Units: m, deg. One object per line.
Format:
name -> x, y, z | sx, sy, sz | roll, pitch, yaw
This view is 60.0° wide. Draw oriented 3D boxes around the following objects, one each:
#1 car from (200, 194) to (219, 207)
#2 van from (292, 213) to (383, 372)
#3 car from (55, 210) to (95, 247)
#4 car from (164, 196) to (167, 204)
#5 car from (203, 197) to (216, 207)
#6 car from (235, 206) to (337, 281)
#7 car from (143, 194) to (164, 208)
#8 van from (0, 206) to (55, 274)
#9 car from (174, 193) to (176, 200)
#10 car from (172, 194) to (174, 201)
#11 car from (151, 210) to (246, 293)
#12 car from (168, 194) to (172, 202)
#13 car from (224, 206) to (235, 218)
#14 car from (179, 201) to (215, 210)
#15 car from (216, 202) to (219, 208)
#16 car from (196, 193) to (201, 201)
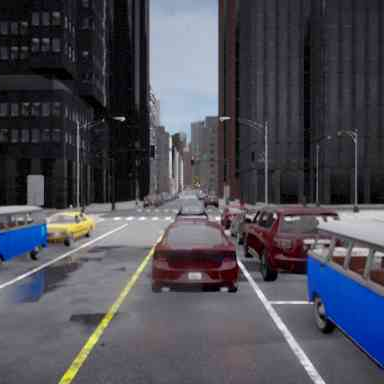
car -> 2.750, 1.312, 47.816 | 2.192, 1.841, 5.009 | 0, 0, 0
van -> 2.763, 1.339, 4.199 | 1.690, 1.788, 3.998 | 0, 0, 0
car -> -5.769, 1.519, 15.090 | 1.752, 1.417, 4.829 | 0, 0, 0
car -> -5.776, 1.315, 53.468 | 2.192, 1.841, 5.009 | 0, 0, 0
car -> 2.750, 1.566, 53.460 | 1.947, 1.339, 4.313 | 0, 0, 0
car -> 2.760, 1.310, 9.724 | 2.192, 1.841, 5.009 | 0, 0, 0
car -> -5.775, 1.312, 47.824 | 2.192, 1.841, 5.009 | 0, 0, 0
van -> -5.770, 1.336, 9.735 | 1.690, 1.788, 3.998 | 0, 0, 0
car -> -5.782, 1.575, 87.157 | 1.752, 1.417, 4.829 | 0, 0, 0
car -> -5.780, 1.552, 75.870 | 1.752, 1.417, 4.829 | 0, 0, 0
car -> 0.066, 1.473, 8.915 | 1.882, 1.535, 5.008 | 0, 0, 0
car -> -5.778, 1.584, 70.397 | 1.947, 1.339, 4.313 | 0, 0, 0
car -> 2.759, 1.544, 15.250 | 2.008, 1.369, 4.403 | 0, 0, 0
car -> -0.001, 1.484, 19.324 | 2.128, 1.511, 4.902 | 0, 0, 0
car -> 2.757, 1.537, 20.775 | 1.887, 1.381, 4.507 | 0, 0, 0
car -> 2.743, 1.595, 87.322 | 1.887, 1.381, 4.507 | 0, 0, 0
